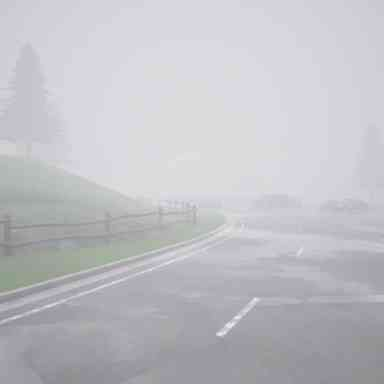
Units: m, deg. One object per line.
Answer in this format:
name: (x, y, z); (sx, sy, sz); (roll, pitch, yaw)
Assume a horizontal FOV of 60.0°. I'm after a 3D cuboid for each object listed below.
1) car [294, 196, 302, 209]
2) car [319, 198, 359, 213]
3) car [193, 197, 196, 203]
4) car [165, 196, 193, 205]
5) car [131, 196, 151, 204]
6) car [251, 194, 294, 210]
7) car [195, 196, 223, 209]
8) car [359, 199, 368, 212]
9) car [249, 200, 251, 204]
car: (13.122, 1.352, 46.134); (2.097, 1.767, 4.553); (0, 0, -20)
car: (15.661, 1.526, 36.278); (1.812, 1.442, 4.674); (0, 0, -8)
car: (1.365, 1.492, 59.035); (2.128, 1.511, 4.902); (0, 0, -41)
car: (-2.688, 1.478, 58.464); (1.882, 1.535, 5.008); (0, 0, -42)
car: (-9.338, 1.492, 60.627); (2.128, 1.511, 4.902); (0, 0, -43)
car: (10.410, 1.221, 43.499); (2.150, 2.045, 5.566); (0, 0, -21)
car: (2.532, 1.526, 44.225); (1.812, 1.442, 4.674); (0, 0, -23)
car: (18.667, 1.505, 39.381); (1.837, 1.490, 4.892); (0, 0, -10)
car: (12.109, 1.547, 56.599); (2.033, 1.411, 5.357); (0, 0, -33)
